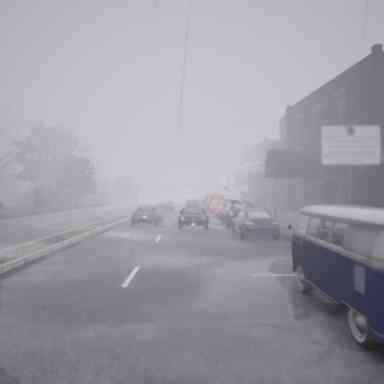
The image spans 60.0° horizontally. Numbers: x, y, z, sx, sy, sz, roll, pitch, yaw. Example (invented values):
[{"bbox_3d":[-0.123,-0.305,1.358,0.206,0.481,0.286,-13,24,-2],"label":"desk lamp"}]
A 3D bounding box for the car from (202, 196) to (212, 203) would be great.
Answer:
[{"bbox_3d":[3.152,1.690,72.477,2.002,1.452,4.674,0,0,0],"label":"car"}]

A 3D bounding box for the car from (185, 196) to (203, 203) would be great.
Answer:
[{"bbox_3d":[0.055,1.604,42.865,1.837,1.490,4.892,0,-1,0],"label":"car"}]

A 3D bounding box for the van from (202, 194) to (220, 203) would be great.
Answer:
[{"bbox_3d":[3.168,1.386,56.146,1.878,1.987,4.442,0,0,0],"label":"van"}]

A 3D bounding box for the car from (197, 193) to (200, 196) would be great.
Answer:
[{"bbox_3d":[3.133,1.686,89.239,1.946,1.575,5.366,0,0,0],"label":"car"}]

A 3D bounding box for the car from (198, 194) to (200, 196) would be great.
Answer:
[{"bbox_3d":[3.145,1.664,77.998,2.231,1.521,4.892,0,0,0],"label":"car"}]

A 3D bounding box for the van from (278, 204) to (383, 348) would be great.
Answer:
[{"bbox_3d":[3.218,1.269,6.295,1.878,1.987,4.442,0,0,0],"label":"van"}]

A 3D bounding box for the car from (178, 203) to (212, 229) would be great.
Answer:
[{"bbox_3d":[0.077,1.653,22.170,1.895,1.301,4.718,0,0,0],"label":"car"}]

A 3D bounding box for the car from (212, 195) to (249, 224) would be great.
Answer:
[{"bbox_3d":[3.196,1.421,28.372,2.185,1.767,4.553,0,0,0],"label":"car"}]

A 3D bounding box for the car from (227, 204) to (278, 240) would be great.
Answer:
[{"bbox_3d":[3.207,1.561,17.225,2.002,1.452,4.674,0,0,0],"label":"car"}]

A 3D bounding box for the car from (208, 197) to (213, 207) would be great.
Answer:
[{"bbox_3d":[3.191,1.561,33.922,2.231,1.521,4.892,0,0,0],"label":"car"}]

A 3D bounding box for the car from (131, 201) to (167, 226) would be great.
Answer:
[{"bbox_3d":[-3.173,1.621,24.121,1.994,1.385,4.181,0,0,0],"label":"car"}]

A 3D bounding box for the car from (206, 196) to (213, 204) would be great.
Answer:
[{"bbox_3d":[3.185,1.572,39.448,2.097,1.535,5.008,0,0,0],"label":"car"}]

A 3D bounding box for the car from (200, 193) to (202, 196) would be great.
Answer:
[{"bbox_3d":[3.163,1.498,61.523,2.185,1.767,4.553,0,0,0],"label":"car"}]

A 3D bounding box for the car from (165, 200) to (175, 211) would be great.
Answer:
[{"bbox_3d":[-3.194,1.698,41.413,1.895,1.301,4.718,0,0,0],"label":"car"}]

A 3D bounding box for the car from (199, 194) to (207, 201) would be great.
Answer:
[{"bbox_3d":[3.130,1.575,94.549,2.185,1.767,4.553,0,0,0],"label":"car"}]

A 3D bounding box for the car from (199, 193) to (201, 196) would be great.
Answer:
[{"bbox_3d":[3.157,1.511,67.048,2.185,1.767,4.553,0,0,0],"label":"car"}]
